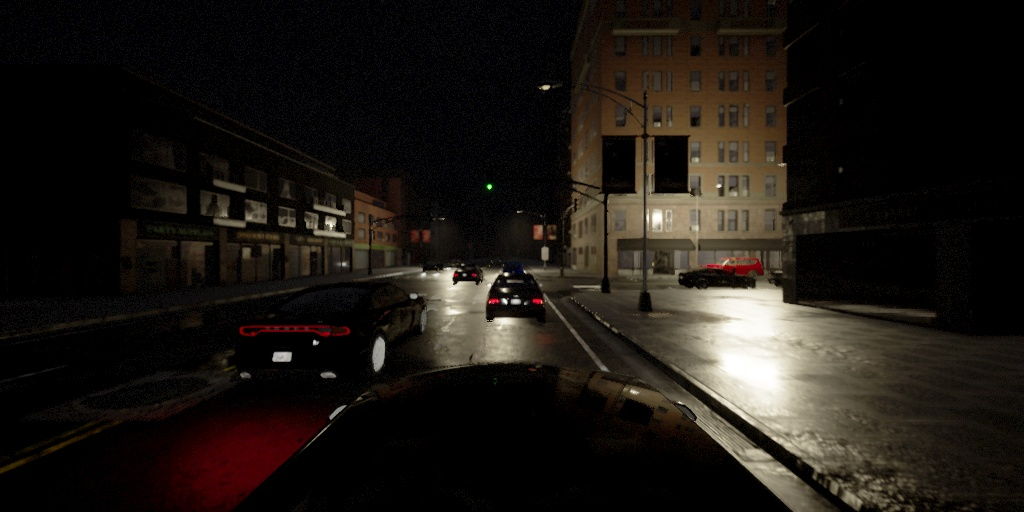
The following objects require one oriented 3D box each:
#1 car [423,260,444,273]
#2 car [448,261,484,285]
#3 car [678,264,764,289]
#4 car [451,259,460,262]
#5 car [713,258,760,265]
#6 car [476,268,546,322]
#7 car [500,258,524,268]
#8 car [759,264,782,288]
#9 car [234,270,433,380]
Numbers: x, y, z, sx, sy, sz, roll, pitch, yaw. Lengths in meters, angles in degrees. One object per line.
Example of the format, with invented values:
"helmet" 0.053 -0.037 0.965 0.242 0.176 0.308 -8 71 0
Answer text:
"car" -9.822 1.258 45.060 1.882 1.535 5.008 0 0 0
"car" -3.139 1.311 26.281 2.033 1.411 5.357 0 0 0
"car" 12.405 1.345 21.844 4.313 1.339 1.948 0 0 0
"car" -9.762 1.304 61.659 1.837 1.490 4.892 0 0 1
"car" 18.107 1.060 29.841 5.009 1.841 2.192 0 0 0
"car" 0.112 1.303 12.336 2.033 1.411 5.357 0 0 0
"car" 0.113 1.247 34.455 1.882 1.535 5.008 0 0 0
"car" 18.068 1.329 21.816 4.403 1.370 2.007 0 0 0
"car" -3.149 1.230 7.393 1.882 1.535 5.008 0 0 0
